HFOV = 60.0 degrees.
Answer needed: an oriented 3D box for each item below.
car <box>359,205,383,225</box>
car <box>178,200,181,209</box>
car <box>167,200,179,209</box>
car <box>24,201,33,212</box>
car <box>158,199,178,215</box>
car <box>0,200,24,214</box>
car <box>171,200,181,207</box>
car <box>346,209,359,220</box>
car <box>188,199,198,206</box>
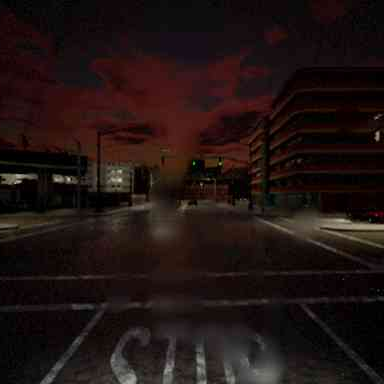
[{"bbox_3d":[16.297,1.903,26.427,4.718,1.301,1.895,0,-1,-3],"label":"car"},{"bbox_3d":[-3.219,1.928,50.475,2.097,1.767,4.553,0,-1,0],"label":"car"},{"bbox_3d":[-3.276,2.158,59.656,1.882,1.535,5.008,0,-1,0],"label":"car"},{"bbox_3d":[-24.036,1.977,45.579,3.806,1.475,1.970,0,-1,1],"label":"car"},{"bbox_3d":[-3.104,1.976,41.270,1.837,1.490,4.892,0,-1,-1],"label":"car"},{"bbox_3d":[-23.318,1.750,39.830,4.611,1.667,2.242,0,-1,1],"label":"car"},{"bbox_3d":[-3.300,2.347,69.680,1.994,1.385,4.181,0,-1,0],"label":"car"},{"bbox_3d":[16.213,1.906,29.910,4.181,1.385,1.994,0,-1,1],"label":"car"},{"bbox_3d":[0.198,2.145,69.941,1.837,1.490,4.892,0,-1,0],"label":"car"}]
